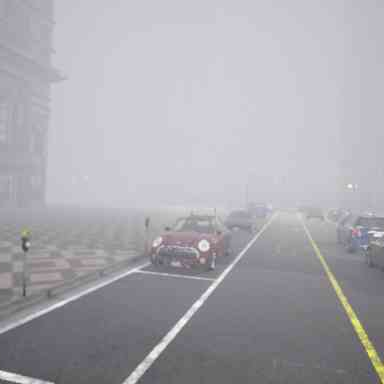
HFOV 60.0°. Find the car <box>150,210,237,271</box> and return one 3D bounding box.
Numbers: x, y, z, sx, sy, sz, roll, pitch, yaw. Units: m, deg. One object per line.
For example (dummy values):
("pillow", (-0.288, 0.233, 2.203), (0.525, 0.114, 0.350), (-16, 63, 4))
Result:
("car", (0.125, 1.542, 11.276), (1.967, 1.590, 4.097), (2, -1, 16))

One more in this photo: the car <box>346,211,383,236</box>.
("car", (13.095, 2.295, 25.281), (1.752, 1.417, 4.829), (2, -1, 16))

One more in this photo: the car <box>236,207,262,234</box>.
("car", (3.287, 1.892, 22.101), (1.947, 1.339, 4.313), (2, -1, 16))

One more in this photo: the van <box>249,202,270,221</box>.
("van", (6.463, 1.889, 32.929), (1.690, 1.788, 3.998), (2, -1, 16))

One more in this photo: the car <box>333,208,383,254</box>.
("car", (8.179, 1.833, 15.612), (2.097, 1.767, 4.553), (2, 0, 16))

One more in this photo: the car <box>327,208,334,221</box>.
("car", (16.218, 2.426, 35.945), (1.967, 1.590, 4.097), (2, -1, 16))

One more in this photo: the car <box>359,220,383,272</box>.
("car", (6.581, 1.871, 9.856), (1.837, 1.490, 4.892), (2, 0, 16))

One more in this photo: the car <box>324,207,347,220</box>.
("car", (17.797, 2.646, 41.356), (2.008, 1.369, 4.403), (2, -1, 16))

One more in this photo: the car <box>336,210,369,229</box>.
("car", (14.630, 2.427, 30.530), (2.008, 1.369, 4.403), (2, -1, 16))

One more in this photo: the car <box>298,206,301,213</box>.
("car", (19.387, 2.755, 54.600), (5.008, 1.535, 1.882), (3, -1, -42))

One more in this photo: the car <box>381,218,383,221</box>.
("car", (9.879, 2.109, 14.292), (1.947, 1.339, 4.313), (2, -1, 16))

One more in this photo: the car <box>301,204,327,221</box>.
("car", (14.003, 2.456, 38.052), (2.033, 1.411, 5.357), (2, 0, 17))

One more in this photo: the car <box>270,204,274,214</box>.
("car", (11.205, 2.427, 49.166), (2.008, 1.369, 4.403), (2, -1, 16))
